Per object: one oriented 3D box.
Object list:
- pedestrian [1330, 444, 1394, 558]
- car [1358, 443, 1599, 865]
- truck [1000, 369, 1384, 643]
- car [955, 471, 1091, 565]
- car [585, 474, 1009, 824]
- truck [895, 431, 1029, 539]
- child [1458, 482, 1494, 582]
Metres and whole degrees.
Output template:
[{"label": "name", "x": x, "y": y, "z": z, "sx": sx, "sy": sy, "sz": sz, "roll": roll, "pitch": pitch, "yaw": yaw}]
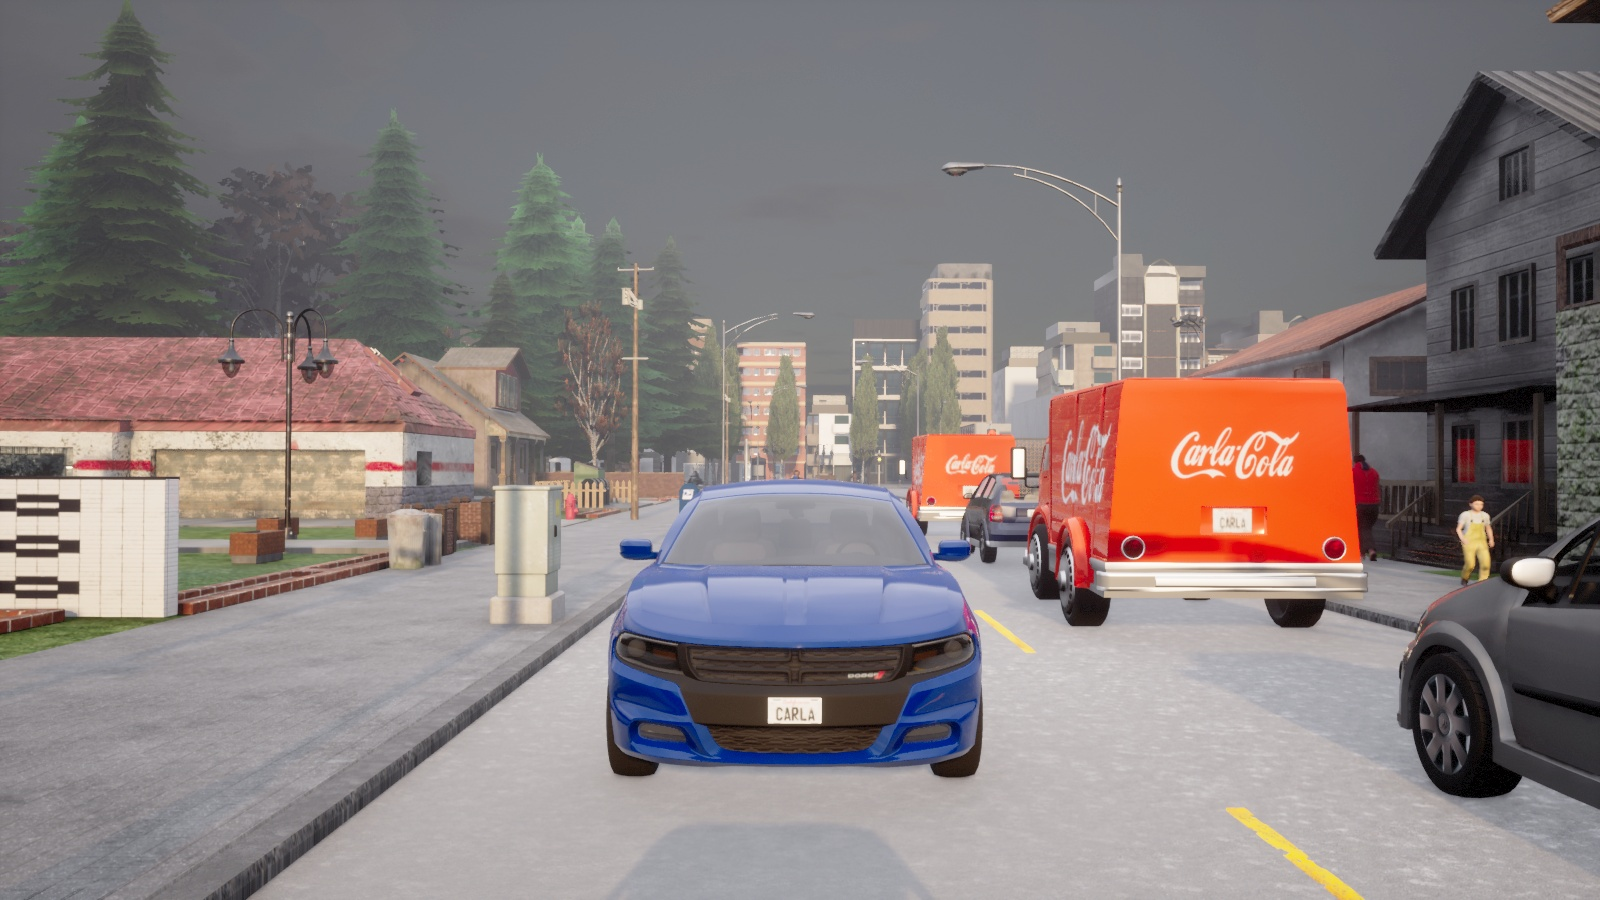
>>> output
[{"label": "pedestrian", "x": 9.363, "y": 0.838, "z": 20.951, "sx": 0.634, "sy": 1.844, "sz": 0.899, "roll": 0, "pitch": -1, "yaw": -2}, {"label": "car", "x": 3.986, "y": 0.778, "z": 4.860, "sx": 1.851, "sy": 1.617, "sz": 3.988, "roll": 0, "pitch": -1, "yaw": 0}, {"label": "truck", "x": 3.953, "y": 0.546, "z": 13.944, "sx": 2.627, "sy": 2.467, "sz": 5.204, "roll": 0, "pitch": -1, "yaw": 0}, {"label": "car", "x": 3.938, "y": 1.158, "z": 22.732, "sx": 1.789, "sy": 1.549, "sz": 3.705, "roll": 0, "pitch": -1, "yaw": 0}, {"label": "car", "x": -0.024, "y": 0.928, "z": 8.083, "sx": 1.882, "sy": 1.535, "sz": 5.008, "roll": 0, "pitch": -1, "yaw": 0}, {"label": "truck", "x": 3.919, "y": 0.840, "z": 31.491, "sx": 2.627, "sy": 2.467, "sz": 5.204, "roll": 0, "pitch": -1, "yaw": -1}, {"label": "child", "x": 8.655, "y": 1.039, "z": 16.075, "sx": 0.270, "sy": 1.263, "sz": 0.437, "roll": 0, "pitch": -1, "yaw": 11}]
